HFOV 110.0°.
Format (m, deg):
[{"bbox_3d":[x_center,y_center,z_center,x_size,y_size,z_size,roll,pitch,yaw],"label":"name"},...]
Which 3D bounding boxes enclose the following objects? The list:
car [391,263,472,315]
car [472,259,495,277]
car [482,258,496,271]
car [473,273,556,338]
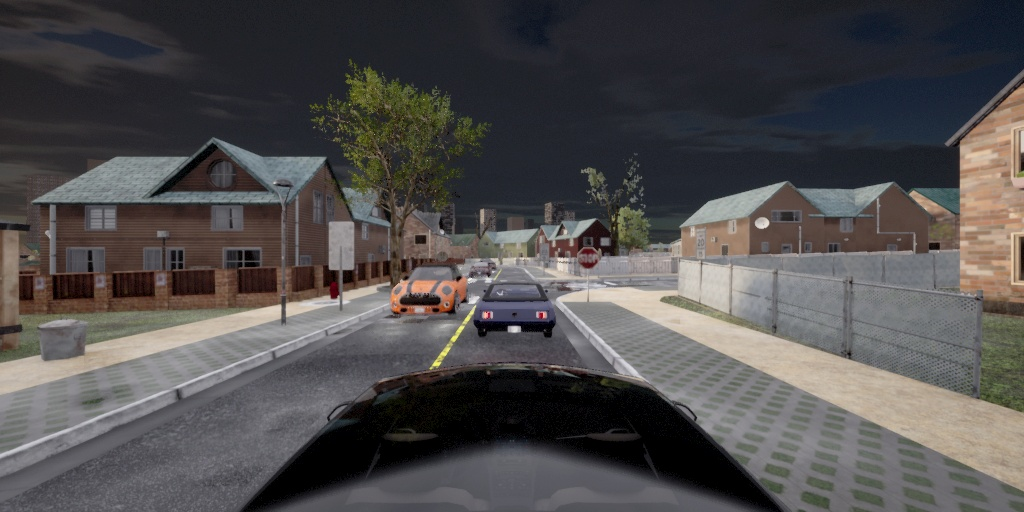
[{"bbox_3d":[-2.887,1.097,13.416,2.097,1.767,4.553,0,0,0],"label":"car"},{"bbox_3d":[-2.962,1.253,34.724,1.812,1.442,4.674,0,0,0],"label":"car"},{"bbox_3d":[-3.122,1.279,48.561,1.994,1.385,4.181,0,0,-1],"label":"car"},{"bbox_3d":[0.104,1.348,10.230,1.895,1.301,4.718,0,0,1],"label":"car"}]
